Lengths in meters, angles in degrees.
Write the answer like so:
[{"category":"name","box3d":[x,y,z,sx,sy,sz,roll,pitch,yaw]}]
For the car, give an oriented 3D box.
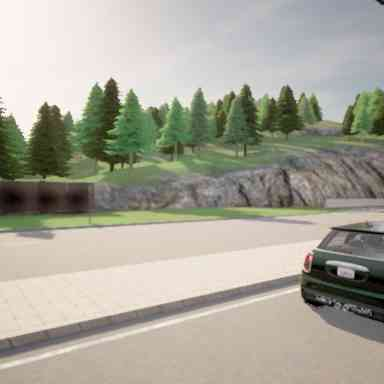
[{"category":"car","box3d":[4.316,1.387,6.824,4.553,1.767,2.097,0,0,-36]}]
